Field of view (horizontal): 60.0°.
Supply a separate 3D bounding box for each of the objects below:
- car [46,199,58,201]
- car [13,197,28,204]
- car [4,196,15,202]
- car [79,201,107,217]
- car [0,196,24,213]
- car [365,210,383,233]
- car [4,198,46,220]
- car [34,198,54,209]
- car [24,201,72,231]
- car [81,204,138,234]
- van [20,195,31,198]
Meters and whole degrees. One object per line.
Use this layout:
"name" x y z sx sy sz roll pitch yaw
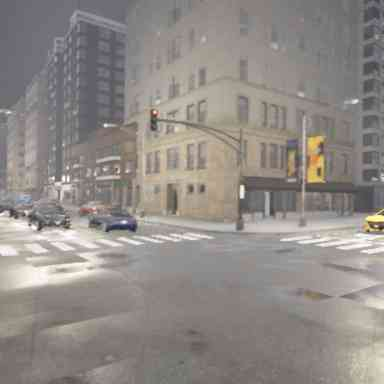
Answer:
"car" -18.243 1.690 43.583 1.802 1.307 4.206 1 -1 -35
"car" -33.965 1.694 65.862 1.947 1.339 4.313 1 -1 -35
"car" -43.496 1.667 79.370 1.752 1.417 4.829 1 -1 -35
"car" -8.807 1.551 30.218 1.967 1.590 4.097 1 -1 -35
"car" -20.577 1.530 37.400 1.837 1.490 4.892 1 -1 -35
"car" 12.737 1.739 20.744 5.008 1.535 1.882 1 0 -35
"car" -14.569 1.518 28.865 2.128 1.511 4.902 1 -1 -35
"car" -21.485 1.636 48.178 1.752 1.417 4.829 1 -1 -35
"car" -9.083 1.538 21.088 1.837 1.490 4.892 1 -1 -35
"car" -4.917 1.644 20.194 1.994 1.385 4.181 1 -1 -35
"van" -30.818 1.464 61.408 1.690 1.788 3.998 1 -1 -35
